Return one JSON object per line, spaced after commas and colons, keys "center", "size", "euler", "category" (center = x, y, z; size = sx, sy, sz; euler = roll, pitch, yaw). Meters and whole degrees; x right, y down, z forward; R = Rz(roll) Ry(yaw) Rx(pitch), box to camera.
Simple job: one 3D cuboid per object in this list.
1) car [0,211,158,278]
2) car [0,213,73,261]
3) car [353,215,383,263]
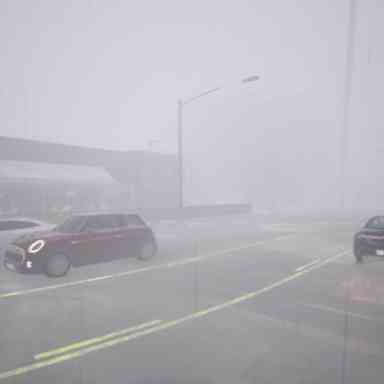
{"center": [-3.343, 1.442, 10.645], "size": [2.097, 1.767, 4.553], "euler": [-1, -1, 44], "category": "car"}
{"center": [-7.017, 1.641, 12.150], "size": [4.674, 1.442, 1.812], "euler": [0, 0, -42], "category": "car"}
{"center": [7.063, 1.544, 11.452], "size": [2.128, 1.511, 4.902], "euler": [-1, 0, 41], "category": "car"}
